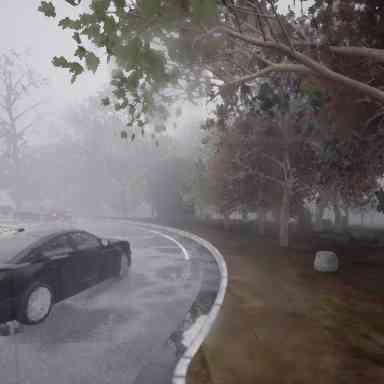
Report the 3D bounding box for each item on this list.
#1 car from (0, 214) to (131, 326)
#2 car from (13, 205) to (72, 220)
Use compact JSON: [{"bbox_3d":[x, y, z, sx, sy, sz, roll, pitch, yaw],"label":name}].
[{"bbox_3d":[-3.078,1.477,7.256,1.882,1.535,5.008,0,0,16],"label":"car"},{"bbox_3d":[-11.095,1.600,24.539,4.718,1.301,1.895,0,0,31],"label":"car"}]
